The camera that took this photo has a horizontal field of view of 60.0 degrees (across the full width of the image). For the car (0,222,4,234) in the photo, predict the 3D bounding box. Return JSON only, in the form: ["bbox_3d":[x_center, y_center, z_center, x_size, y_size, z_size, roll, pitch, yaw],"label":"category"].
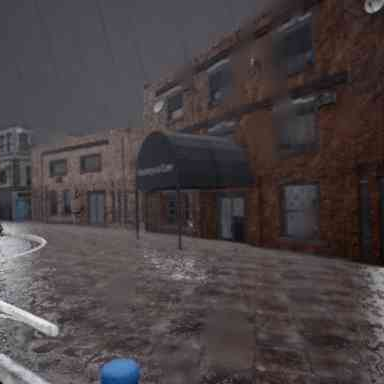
[{"bbox_3d":[-12.221,1.792,17.355,2.231,1.521,4.892,-1,-1,15],"label":"car"}]
